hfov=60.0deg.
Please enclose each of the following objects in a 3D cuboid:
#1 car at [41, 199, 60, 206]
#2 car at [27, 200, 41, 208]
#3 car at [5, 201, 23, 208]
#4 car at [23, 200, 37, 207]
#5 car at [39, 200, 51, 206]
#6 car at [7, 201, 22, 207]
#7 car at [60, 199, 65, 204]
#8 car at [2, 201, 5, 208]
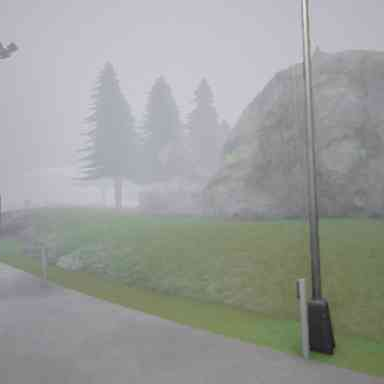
[{"bbox_3d":[-31.394,2.527,73.688,1.837,1.490,4.892,-2,0,-11],"label":"car"},{"bbox_3d":[-34.907,2.685,73.434,1.994,1.385,4.181,-2,0,-11],"label":"car"},{"bbox_3d":[-38.265,2.727,72.362,1.837,1.490,4.892,-2,0,-11],"label":"car"},{"bbox_3d":[-40.237,2.775,82.594,1.837,1.490,4.892,-2,0,-11],"label":"car"},{"bbox_3d":[-36.801,2.699,83.256,1.812,1.442,4.674,-2,0,-11],"label":"car"},{"bbox_3d":[-43.671,2.928,81.931,1.994,1.385,4.181,-2,0,-11],"label":"car"},{"bbox_3d":[-33.366,2.599,83.919,2.128,1.511,4.902,-2,0,-11],"label":"car"},{"bbox_3d":[-41.771,2.687,72.047,2.097,1.767,4.553,-2,0,-11],"label":"car"}]
